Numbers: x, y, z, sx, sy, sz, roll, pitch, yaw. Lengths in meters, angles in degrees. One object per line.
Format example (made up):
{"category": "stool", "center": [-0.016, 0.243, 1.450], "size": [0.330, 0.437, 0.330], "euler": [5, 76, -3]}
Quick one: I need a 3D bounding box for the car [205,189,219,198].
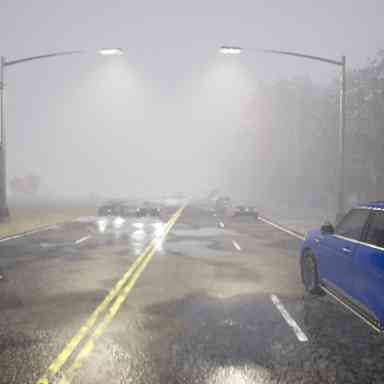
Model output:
{"category": "car", "center": [4.167, 0.518, 62.485], "size": [2.150, 2.045, 5.566], "euler": [1, 0, 1]}

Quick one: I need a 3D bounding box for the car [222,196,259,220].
{"category": "car", "center": [3.687, 1.267, 24.712], "size": [2.033, 1.411, 5.357], "euler": [1, -1, 1]}

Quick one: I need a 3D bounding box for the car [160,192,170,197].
{"category": "car", "center": [-5.508, 0.682, 68.120], "size": [1.882, 1.535, 5.008], "euler": [0, 1, 1]}

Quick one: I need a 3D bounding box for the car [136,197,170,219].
{"category": "car", "center": [-3.042, 1.294, 25.527], "size": [1.895, 1.301, 4.718], "euler": [0, 1, 1]}

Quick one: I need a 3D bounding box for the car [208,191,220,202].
{"category": "car", "center": [3.984, 1.022, 51.474], "size": [1.895, 1.301, 4.718], "euler": [1, 2, 1]}

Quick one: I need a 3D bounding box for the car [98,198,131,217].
{"category": "car", "center": [-6.263, 1.216, 27.285], "size": [1.994, 1.385, 4.181], "euler": [0, 1, 1]}

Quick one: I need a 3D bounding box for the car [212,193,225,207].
{"category": "car", "center": [3.797, 1.107, 40.459], "size": [1.994, 1.385, 4.181], "euler": [1, -1, 1]}

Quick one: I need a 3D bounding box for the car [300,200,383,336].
{"category": "car", "center": [3.435, 1.142, 5.015], "size": [2.150, 2.045, 5.566], "euler": [1, 1, 1]}

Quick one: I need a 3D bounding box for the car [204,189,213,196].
{"category": "car", "center": [4.707, 0.157, 95.478], "size": [2.150, 2.045, 5.566], "euler": [1, 0, 1]}

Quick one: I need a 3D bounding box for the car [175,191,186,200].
{"category": "car", "center": [-2.282, 0.588, 66.923], "size": [2.097, 1.767, 4.553], "euler": [0, 1, 1]}

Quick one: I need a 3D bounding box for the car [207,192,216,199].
{"category": "car", "center": [4.315, 0.695, 73.446], "size": [1.837, 1.490, 4.892], "euler": [-1, 1, 1]}
